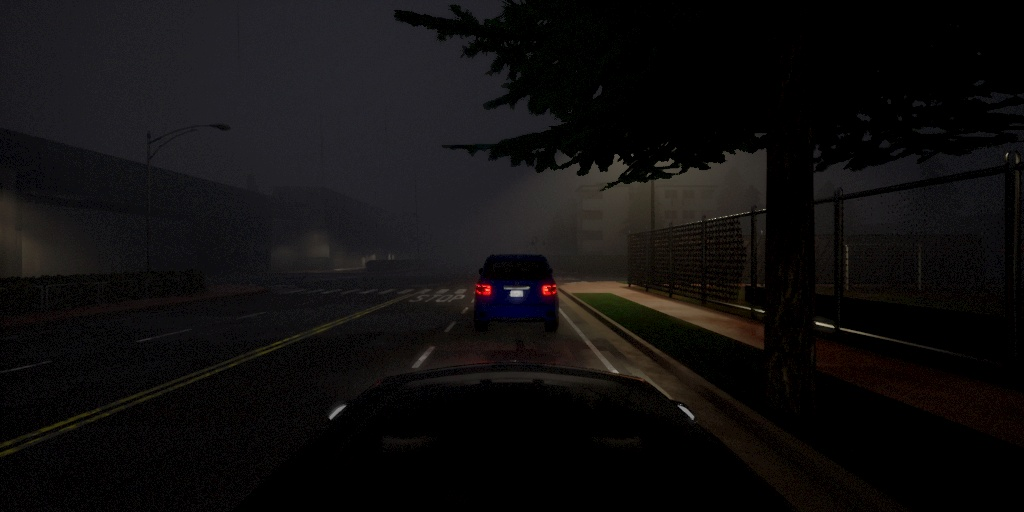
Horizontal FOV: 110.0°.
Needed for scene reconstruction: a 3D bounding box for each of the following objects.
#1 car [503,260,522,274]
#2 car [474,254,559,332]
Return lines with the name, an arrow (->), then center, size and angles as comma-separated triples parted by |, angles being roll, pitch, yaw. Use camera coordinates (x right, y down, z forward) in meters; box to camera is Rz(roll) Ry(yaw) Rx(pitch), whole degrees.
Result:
car -> 0.063, 1.241, 43.168 | 2.128, 1.511, 4.902 | 0, 0, 0
car -> 0.119, 0.971, 11.021 | 2.150, 2.045, 5.566 | 0, 0, 0
